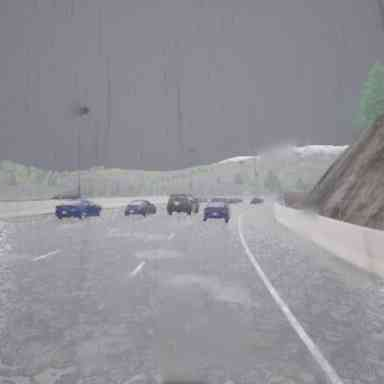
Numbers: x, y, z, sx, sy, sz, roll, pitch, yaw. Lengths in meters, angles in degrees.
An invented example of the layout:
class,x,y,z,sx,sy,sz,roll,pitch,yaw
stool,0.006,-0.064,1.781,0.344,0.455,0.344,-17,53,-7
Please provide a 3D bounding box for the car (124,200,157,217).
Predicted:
class,x,y,z,sx,sy,sz,roll,pitch,yaw
car,-4.523,1.423,29.532,1.812,1.442,4.674,1,0,10

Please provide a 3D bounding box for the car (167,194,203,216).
class,x,y,z,sx,sy,sz,roll,pitch,yaw
car,-0.776,1.171,32.064,2.150,2.045,5.566,0,0,12

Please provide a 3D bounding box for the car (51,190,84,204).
class,x,y,z,sx,sy,sz,roll,pitch,yaw
car,-20.326,0.766,54.723,2.150,2.045,5.566,1,0,16

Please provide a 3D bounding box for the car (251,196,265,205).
class,x,y,z,sx,sy,sz,roll,pitch,yaw
car,12.721,1.620,64.123,1.837,1.490,4.892,0,0,23

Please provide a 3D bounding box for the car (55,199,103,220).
class,x,y,z,sx,sy,sz,roll,pitch,yaw
car,-8.699,1.317,26.091,1.882,1.535,5.008,0,0,9

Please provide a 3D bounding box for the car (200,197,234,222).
class,x,y,z,sx,sy,sz,roll,pitch,yaw
car,2.114,1.478,26.885,1.882,1.535,5.008,0,0,9

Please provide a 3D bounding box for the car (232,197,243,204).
class,x,y,z,sx,sy,sz,roll,pitch,yaw
car,8.484,1.653,64.265,1.895,1.301,4.718,1,0,24
